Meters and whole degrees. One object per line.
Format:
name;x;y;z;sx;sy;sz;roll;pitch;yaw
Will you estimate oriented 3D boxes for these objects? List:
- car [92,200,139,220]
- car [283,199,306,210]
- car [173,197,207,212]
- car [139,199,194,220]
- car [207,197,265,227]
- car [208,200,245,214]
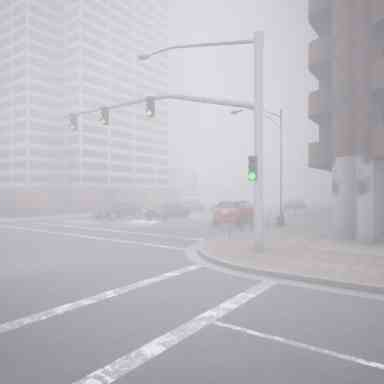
car;-6.159;1.505;28.115;1.837;1.490;4.892;0;0;35
car;13.541;1.564;43.683;1.994;1.385;4.181;0;0;35
car;-0.440;1.564;36.242;1.994;1.385;4.181;0;0;35
car;-2.049;1.564;27.876;1.994;1.385;4.181;0;0;35
car;3.300;1.353;22.972;2.097;1.767;4.553;0;0;35
car;3.822;1.601;36.212;1.895;1.301;4.718;0;0;35
